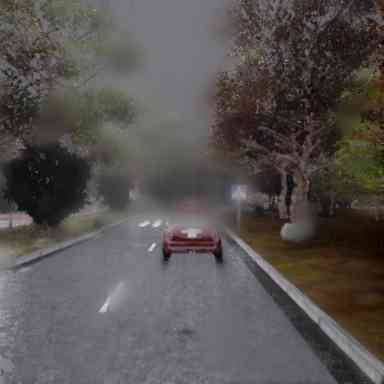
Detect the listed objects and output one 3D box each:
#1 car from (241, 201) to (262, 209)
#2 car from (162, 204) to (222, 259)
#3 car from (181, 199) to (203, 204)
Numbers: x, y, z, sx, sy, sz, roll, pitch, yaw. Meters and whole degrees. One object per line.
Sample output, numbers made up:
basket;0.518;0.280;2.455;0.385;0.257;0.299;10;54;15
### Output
car;11.521;2.441;63.825;2.033;1.411;5.357;-2;-2;43
car;0.023;1.520;13.463;2.097;1.767;4.553;0;-1;0
car;0.030;1.583;27.618;2.150;2.045;5.566;0;0;1
